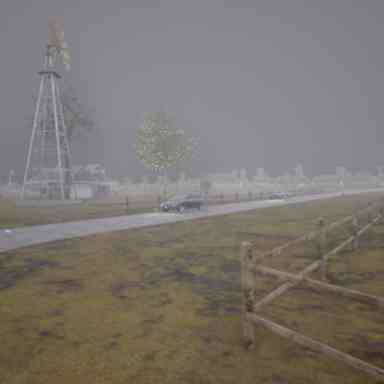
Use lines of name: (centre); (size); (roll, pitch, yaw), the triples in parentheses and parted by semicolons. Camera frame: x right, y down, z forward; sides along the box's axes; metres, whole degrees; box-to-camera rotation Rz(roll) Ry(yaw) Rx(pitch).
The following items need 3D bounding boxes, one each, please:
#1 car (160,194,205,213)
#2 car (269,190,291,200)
car: (-0.712, 0.928, 28.681); (1.837, 1.490, 4.892); (-1, 1, 35)
car: (12.507, 0.439, 47.276); (1.994, 1.385, 4.181); (-1, 0, 36)
